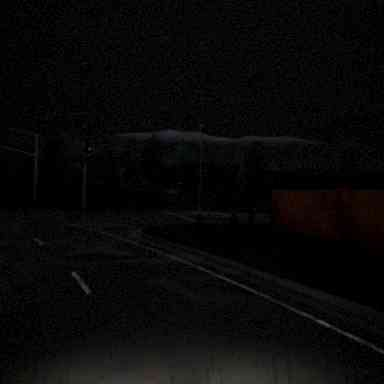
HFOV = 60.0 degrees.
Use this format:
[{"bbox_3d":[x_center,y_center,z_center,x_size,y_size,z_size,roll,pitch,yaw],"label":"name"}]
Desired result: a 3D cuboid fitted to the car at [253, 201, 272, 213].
[{"bbox_3d":[9.769,1.905,40.586,4.902,1.511,2.128,2,0,-18],"label":"car"}]
